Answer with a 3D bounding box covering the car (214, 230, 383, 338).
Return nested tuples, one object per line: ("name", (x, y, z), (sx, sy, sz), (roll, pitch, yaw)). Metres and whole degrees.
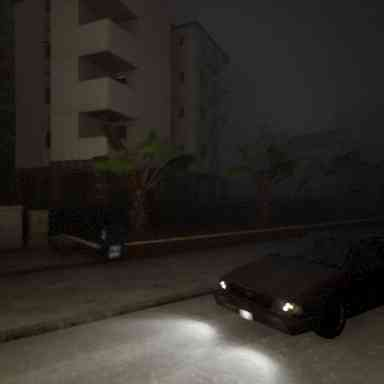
("car", (3.019, 1.528, 6.747), (5.357, 1.411, 2.033), (0, 0, -35))
